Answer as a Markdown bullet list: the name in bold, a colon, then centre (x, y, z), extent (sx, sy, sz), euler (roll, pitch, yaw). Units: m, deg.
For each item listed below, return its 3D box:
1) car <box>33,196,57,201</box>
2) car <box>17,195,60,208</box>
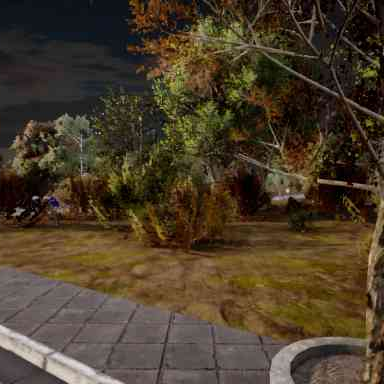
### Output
- **car**: centre (-17.642, 1.244, 41.315), extent (1.882, 1.535, 5.008), euler (0, 0, 32)
- **car**: centre (-20.160, 1.219, 43.888), extent (1.882, 1.535, 5.008), euler (0, 0, 32)
